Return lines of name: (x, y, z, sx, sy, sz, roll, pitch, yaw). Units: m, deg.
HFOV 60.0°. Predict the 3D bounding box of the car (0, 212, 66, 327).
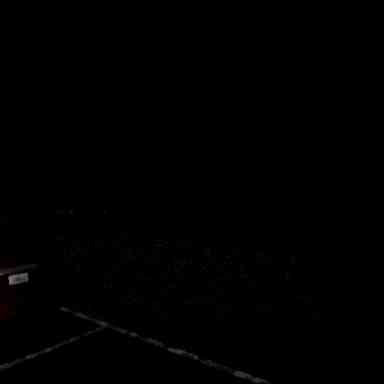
car: (-4.348, 1.286, 6.075, 5.009, 1.841, 2.192, 0, 0, 36)
